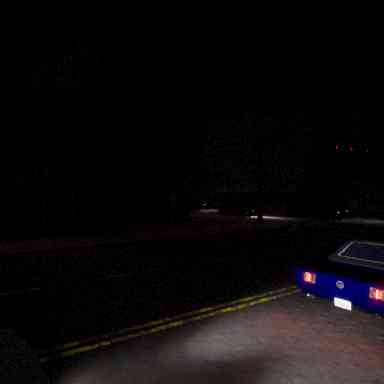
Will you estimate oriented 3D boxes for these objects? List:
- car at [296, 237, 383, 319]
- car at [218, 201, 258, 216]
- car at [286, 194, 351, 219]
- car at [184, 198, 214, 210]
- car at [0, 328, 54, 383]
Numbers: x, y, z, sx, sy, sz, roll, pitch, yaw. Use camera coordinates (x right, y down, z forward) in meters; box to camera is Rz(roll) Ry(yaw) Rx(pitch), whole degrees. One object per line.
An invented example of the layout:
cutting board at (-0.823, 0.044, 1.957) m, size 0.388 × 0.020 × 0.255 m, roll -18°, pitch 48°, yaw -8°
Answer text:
car at (4.368, 1.601, 6.885) m, size 4.718 × 1.301 × 1.895 m, roll 0°, pitch 0°, yaw -35°
car at (4.427, 1.564, 32.038) m, size 1.994 × 1.385 × 4.181 m, roll 0°, pitch 0°, yaw -36°
car at (10.922, 1.221, 29.261) m, size 2.150 × 2.045 × 5.566 m, roll 0°, pitch 0°, yaw -38°
car at (0.776, 1.506, 43.146) m, size 1.837 × 1.490 × 4.892 m, roll 0°, pitch 0°, yaw -36°
car at (-3.115, 1.601, 1.530) m, size 4.718 × 1.301 × 1.895 m, roll 0°, pitch 0°, yaw -35°
